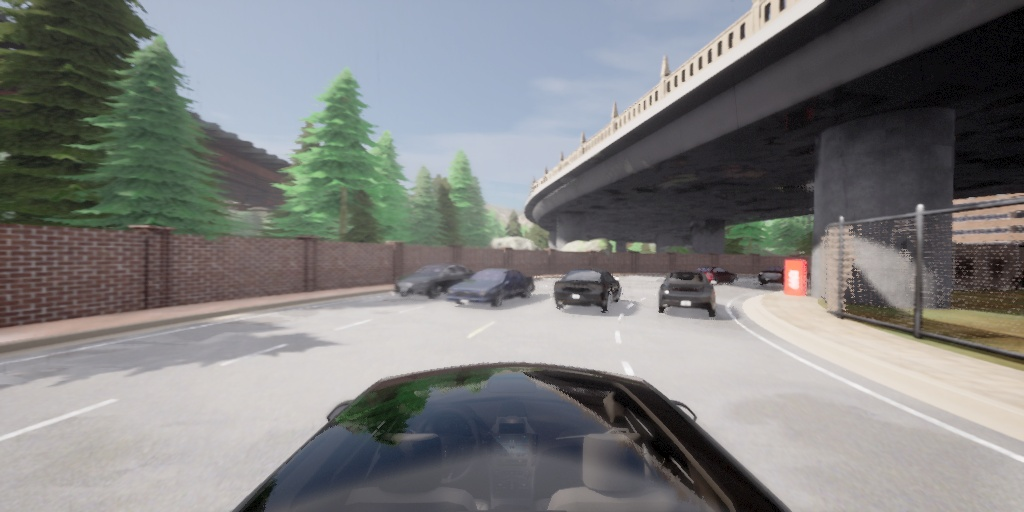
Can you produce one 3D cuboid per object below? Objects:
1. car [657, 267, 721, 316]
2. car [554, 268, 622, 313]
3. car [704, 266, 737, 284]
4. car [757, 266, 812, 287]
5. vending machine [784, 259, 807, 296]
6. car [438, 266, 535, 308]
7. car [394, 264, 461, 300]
[{"bbox_3d":[6.817,1.334,14.041,1.837,1.490,4.892,0,0,26],"label":"car"},{"bbox_3d":[3.185,1.240,14.484,1.882,1.535,5.008,1,0,24],"label":"car"},{"bbox_3d":[15.876,1.507,28.325,4.181,1.385,1.994,1,0,-32],"label":"car"},{"bbox_3d":[20.654,1.525,26.969,4.902,1.511,2.128,1,0,-26],"label":"car"},{"bbox_3d":[14.850,1.153,18.812,0.880,2.100,1.100,0,0,-44],"label":"vending machine"},{"bbox_3d":[-0.634,1.239,15.256,2.033,1.411,5.357,1,0,24],"label":"car"},{"bbox_3d":[-3.416,1.127,17.031,2.128,1.511,4.902,1,0,25],"label":"car"}]
